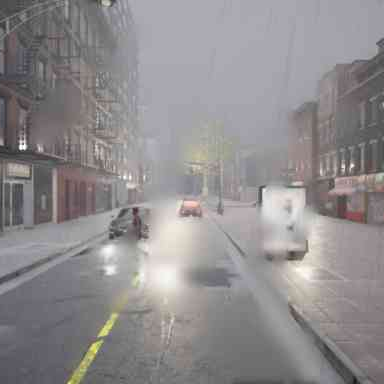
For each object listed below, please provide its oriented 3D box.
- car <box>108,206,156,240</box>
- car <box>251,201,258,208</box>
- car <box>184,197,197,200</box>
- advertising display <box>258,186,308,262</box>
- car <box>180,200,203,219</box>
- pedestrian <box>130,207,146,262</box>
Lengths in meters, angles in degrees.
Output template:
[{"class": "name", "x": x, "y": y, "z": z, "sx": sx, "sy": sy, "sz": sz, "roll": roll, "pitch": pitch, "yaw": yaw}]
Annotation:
[{"class": "car", "x": -2.931, "y": 1.503, "z": 17.068, "sx": 1.837, "sy": 1.490, "sz": 4.892, "roll": 0, "pitch": 0, "yaw": 0}, {"class": "car", "x": 10.688, "y": 1.517, "z": 48.798, "sx": 4.097, "sy": 1.590, "sz": 1.967, "roll": 0, "pitch": 0, "yaw": 0}, {"class": "car", "x": -0.188, "y": 1.354, "z": 38.624, "sx": 2.097, "sy": 1.767, "sz": 4.553, "roll": 0, "pitch": 0, "yaw": 0}, {"class": "advertising display", "x": 2.954, "y": 1.024, "z": 10.786, "sx": 1.540, "sy": 2.440, "sz": 0.280, "roll": 0, "pitch": 0, "yaw": 0}, {"class": "car", "x": -0.072, "y": 1.600, "z": 28.718, "sx": 1.895, "sy": 1.301, "sz": 4.718, "roll": 0, "pitch": 0, "yaw": 0}, {"class": "pedestrian", "x": -1.740, "y": 1.291, "z": 10.575, "sx": 0.375, "sy": 1.860, "sz": 0.375, "roll": 0, "pitch": 0, "yaw": -10}]
